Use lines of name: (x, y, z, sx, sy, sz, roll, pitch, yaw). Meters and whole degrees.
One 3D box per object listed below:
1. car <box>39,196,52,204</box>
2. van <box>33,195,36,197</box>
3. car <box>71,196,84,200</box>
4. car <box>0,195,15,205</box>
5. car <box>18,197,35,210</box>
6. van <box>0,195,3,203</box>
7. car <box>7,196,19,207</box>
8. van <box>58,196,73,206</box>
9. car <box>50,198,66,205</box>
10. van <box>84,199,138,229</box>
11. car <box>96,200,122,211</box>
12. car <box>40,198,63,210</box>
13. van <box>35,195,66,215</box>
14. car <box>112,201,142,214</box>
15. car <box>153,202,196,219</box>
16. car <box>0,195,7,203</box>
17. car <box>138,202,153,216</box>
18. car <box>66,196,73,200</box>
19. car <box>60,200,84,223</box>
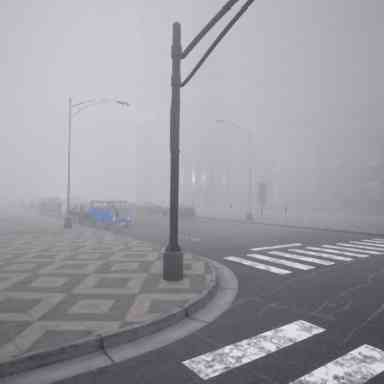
car: (-33.348, 1.818, 75.792, 1.967, 1.590, 4.097, 1, -1, -35)
van: (-36.536, 1.741, 80.304, 1.690, 1.788, 3.998, 1, -1, -35)
car: (-17.400, 1.816, 53.233, 1.887, 1.381, 4.507, 1, -1, -35)
car: (-37.039, 1.731, 66.227, 1.752, 1.417, 4.829, 1, -1, -35)
car: (-21.198, 1.681, 43.803, 1.802, 1.307, 4.206, 1, -1, -35)
van: (-46.699, 1.613, 79.905, 1.690, 1.788, 3.998, 1, -1, -35)
car: (-27.574, 1.692, 52.828, 2.008, 1.369, 4.403, 1, -1, -35)
van: (-23.777, 1.655, 62.258, 1.690, 1.788, 3.998, 1, -1, -35)
car: (-26.969, 1.886, 66.768, 2.008, 1.369, 4.403, 1, -1, -35)
van: (-5.257, 1.335, 21.243, 1.690, 1.788, 3.998, 1, -1, -35)
car: (-11.118, 1.754, 44.348, 1.752, 1.417, 4.829, 1, -1, -35)
car: (-19.709, 1.658, 46.504, 1.837, 1.490, 4.892, 1, -1, -35)
van: (-14.820, 1.397, 34.780, 1.690, 1.788, 3.998, 1, -1, -35)
car: (-7.830, 1.752, 39.698, 1.887, 1.381, 4.507, 1, -1, -35)
car: (-1.450, 1.710, 30.675, 1.887, 1.381, 4.507, 1, -1, -35)
car: (-43.510, 1.564, 75.393, 2.192, 1.841, 5.009, 1, -1, -35)
car: (-4.640, 1.731, 35.186, 1.887, 1.381, 4.507, 1, -1, -35)
car: (-20.587, 1.607, 57.747, 2.192, 1.841, 5.009, 1, -1, -35)
car: (-8.447, 1.559, 25.753, 1.887, 1.381, 4.507, 1, -1, -35)
